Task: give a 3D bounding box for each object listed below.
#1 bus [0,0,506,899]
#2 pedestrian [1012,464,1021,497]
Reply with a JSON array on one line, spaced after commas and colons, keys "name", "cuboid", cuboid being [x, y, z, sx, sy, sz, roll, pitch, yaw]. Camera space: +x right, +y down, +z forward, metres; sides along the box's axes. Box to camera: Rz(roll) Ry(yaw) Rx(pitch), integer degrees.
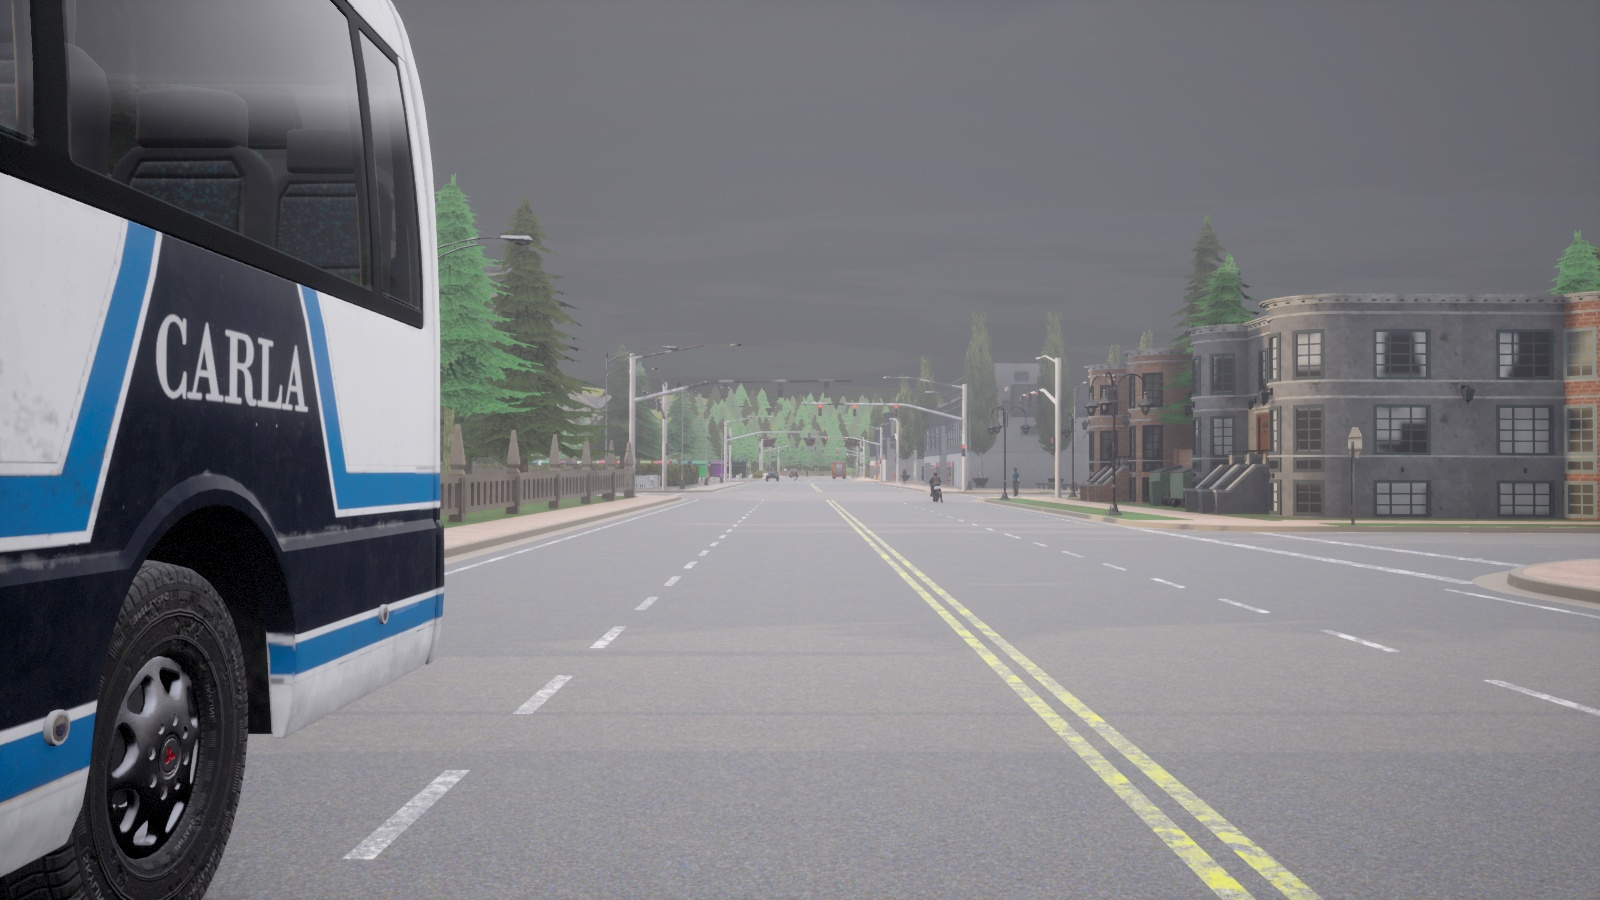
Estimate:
[{"name": "bus", "cuboid": [-3.508, -0.523, 1.472, 3.944, 4.253, 10.273, 0, -1, 0]}, {"name": "pedestrian", "cuboid": [12.679, 1.785, 73.591, 0.396, 1.930, 0.692, 0, -1, -2]}]
